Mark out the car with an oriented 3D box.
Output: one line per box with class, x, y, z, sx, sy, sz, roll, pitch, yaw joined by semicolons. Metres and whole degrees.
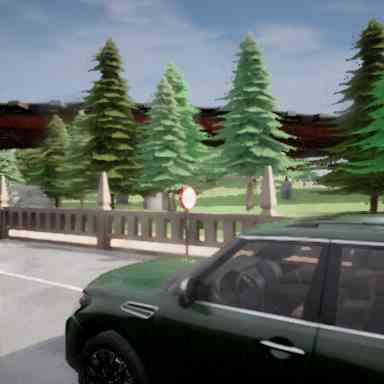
car;1.260;1.206;2.942;5.566;2.045;2.150;0;0;35
